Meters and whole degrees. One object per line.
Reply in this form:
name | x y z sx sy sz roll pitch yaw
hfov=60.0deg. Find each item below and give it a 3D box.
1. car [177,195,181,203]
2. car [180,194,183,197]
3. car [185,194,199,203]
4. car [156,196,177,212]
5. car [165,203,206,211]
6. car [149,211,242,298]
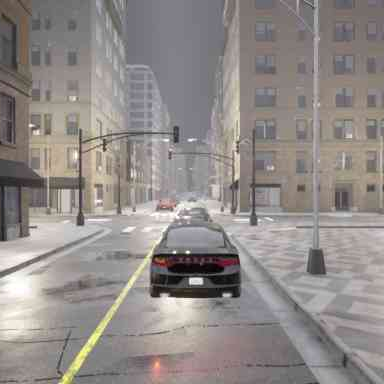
car | -3.111 1.554 49.465 2.033 1.411 5.357 0 0 0
car | -3.122 1.513 59.640 1.837 1.490 4.892 0 0 0
car | 0.008 1.611 70.773 1.895 1.301 4.718 0 0 0
car | -3.134 1.483 39.734 1.882 1.535 5.008 0 0 -1
car | 0.091 1.550 18.363 2.033 1.411 5.357 0 0 6
car | 0.068 1.479 8.553 1.882 1.535 5.008 0 0 0
